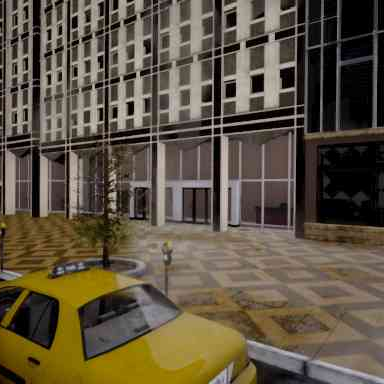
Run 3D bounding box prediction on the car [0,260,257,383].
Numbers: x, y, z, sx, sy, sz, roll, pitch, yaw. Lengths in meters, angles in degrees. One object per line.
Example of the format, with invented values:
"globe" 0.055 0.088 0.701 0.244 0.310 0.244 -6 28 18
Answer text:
"car" -1.654 1.524 4.076 4.829 1.417 1.752 0 1 36
